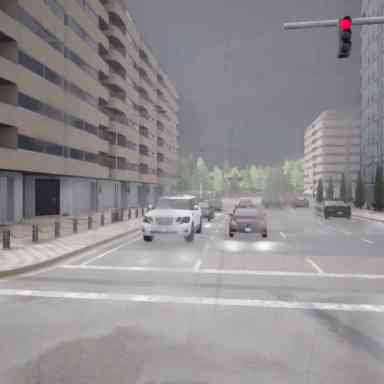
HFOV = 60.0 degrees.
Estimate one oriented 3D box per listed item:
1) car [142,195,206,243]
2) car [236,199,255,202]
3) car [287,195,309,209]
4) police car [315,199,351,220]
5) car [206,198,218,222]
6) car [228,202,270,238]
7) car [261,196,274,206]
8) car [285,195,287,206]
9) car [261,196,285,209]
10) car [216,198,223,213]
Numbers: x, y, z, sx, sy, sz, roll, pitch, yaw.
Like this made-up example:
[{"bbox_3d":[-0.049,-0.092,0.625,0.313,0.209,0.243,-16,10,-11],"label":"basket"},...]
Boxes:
[{"bbox_3d":[-0.786,1.191,16.461,2.150,2.045,5.566,0,0,8],"label":"car"},{"bbox_3d":[4.469,1.534,27.694,1.994,1.385,4.181,0,0,9],"label":"car"},{"bbox_3d":[14.311,1.463,44.141,2.128,1.511,4.902,0,0,10],"label":"car"},{"bbox_3d":[11.725,1.399,27.970,1.930,1.638,5.238,0,0,9],"label":"police car"},{"bbox_3d":[0.740,1.494,26.528,1.812,1.442,4.674,0,0,9],"label":"car"},{"bbox_3d":[2.957,1.497,17.851,1.812,1.442,4.674,0,0,8],"label":"car"},{"bbox_3d":[12.387,1.474,54.707,1.837,1.490,4.892,0,0,9],"label":"car"},{"bbox_3d":[15.840,1.323,54.131,2.097,1.767,4.553,0,0,9],"label":"car"},{"bbox_3d":[10.903,1.322,44.969,2.097,1.767,4.553,0,0,9],"label":"car"},{"bbox_3d":[2.391,1.466,36.907,1.837,1.490,4.892,0,2,9],"label":"car"}]
